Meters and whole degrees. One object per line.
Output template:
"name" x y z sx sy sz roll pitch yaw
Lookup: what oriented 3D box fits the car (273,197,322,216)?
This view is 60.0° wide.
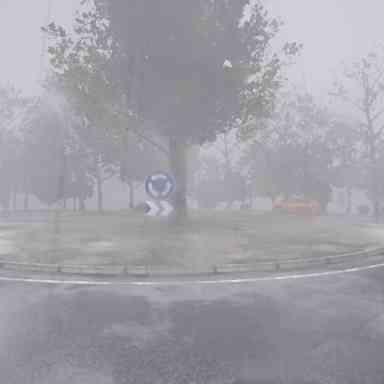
"car" 10.255 1.349 32.737 2.097 1.767 4.553 0 0 -40

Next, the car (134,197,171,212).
"car" -4.223 1.343 37.391 4.553 1.767 2.097 0 0 -7
